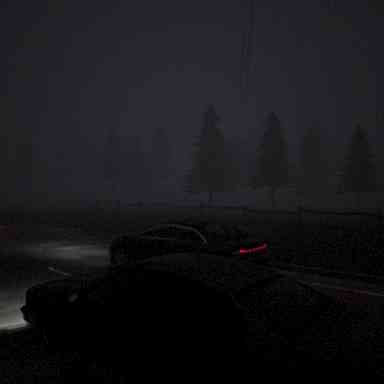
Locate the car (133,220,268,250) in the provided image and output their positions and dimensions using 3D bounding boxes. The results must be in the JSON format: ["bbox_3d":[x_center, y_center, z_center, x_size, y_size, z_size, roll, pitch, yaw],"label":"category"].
[{"bbox_3d":[-0.281,1.509,9.057,4.902,1.511,2.128,0,0,41],"label":"car"}]

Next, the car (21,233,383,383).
[{"bbox_3d":[-0.136,1.556,4.314,5.357,1.411,2.033,0,0,38],"label":"car"}]
